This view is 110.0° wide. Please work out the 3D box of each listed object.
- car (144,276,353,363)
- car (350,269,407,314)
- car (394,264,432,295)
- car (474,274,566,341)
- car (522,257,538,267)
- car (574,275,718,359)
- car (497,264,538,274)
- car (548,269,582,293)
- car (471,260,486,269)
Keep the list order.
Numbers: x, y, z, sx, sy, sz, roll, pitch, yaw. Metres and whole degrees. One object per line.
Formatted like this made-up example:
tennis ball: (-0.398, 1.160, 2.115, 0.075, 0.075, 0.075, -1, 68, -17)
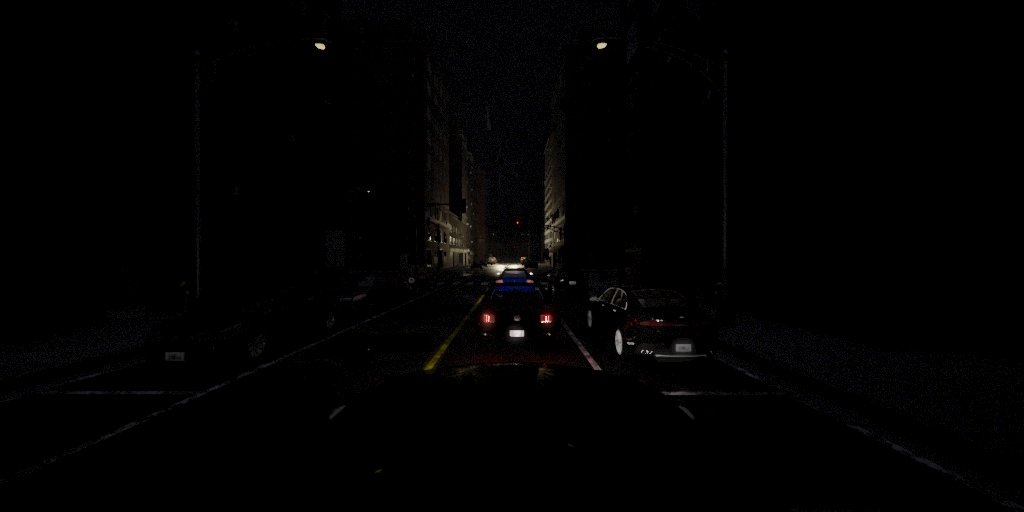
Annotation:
car: (-5.650, 1.315, 8.197, 1.948, 1.339, 4.313, 0, 0, 0)
car: (-5.635, 1.332, 13.698, 1.802, 1.307, 4.207, 0, 0, 0)
car: (-5.619, 1.190, 19.200, 1.967, 1.591, 4.097, 0, 0, 0)
car: (0.118, 1.351, 9.797, 1.895, 1.301, 4.718, 0, 0, 0)
car: (3.048, 1.226, 56.264, 1.967, 1.591, 4.097, 0, 0, 0)
car: (2.875, 1.300, 8.172, 2.007, 1.370, 4.403, 0, 0, 0)
car: (0.145, 1.315, 18.556, 1.994, 1.385, 4.181, 0, 0, 1)
car: (2.907, 1.316, 19.175, 1.948, 1.339, 4.313, 0, 0, 0)
car: (-5.477, 1.368, 56.301, 1.802, 1.307, 4.207, 0, 0, 0)
